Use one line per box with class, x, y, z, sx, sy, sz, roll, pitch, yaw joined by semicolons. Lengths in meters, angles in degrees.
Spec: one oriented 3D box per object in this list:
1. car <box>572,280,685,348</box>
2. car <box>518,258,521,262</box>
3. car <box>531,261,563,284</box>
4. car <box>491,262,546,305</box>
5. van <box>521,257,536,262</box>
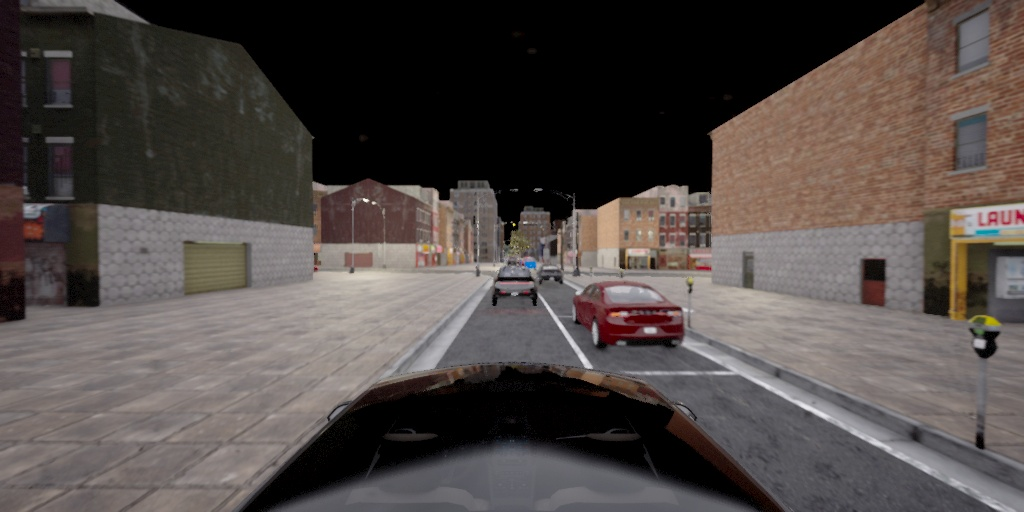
car;2.639;1.276;9.051;1.888;1.381;4.507;0;0;0
car;2.655;1.132;63.462;2.192;1.841;5.009;0;0;0
car;2.644;1.267;25.926;2.007;1.370;4.403;0;0;0
car;0.104;1.212;15.802;2.128;1.511;4.902;0;0;0
van;2.652;1.112;52.881;1.690;1.789;3.998;0;0;0
